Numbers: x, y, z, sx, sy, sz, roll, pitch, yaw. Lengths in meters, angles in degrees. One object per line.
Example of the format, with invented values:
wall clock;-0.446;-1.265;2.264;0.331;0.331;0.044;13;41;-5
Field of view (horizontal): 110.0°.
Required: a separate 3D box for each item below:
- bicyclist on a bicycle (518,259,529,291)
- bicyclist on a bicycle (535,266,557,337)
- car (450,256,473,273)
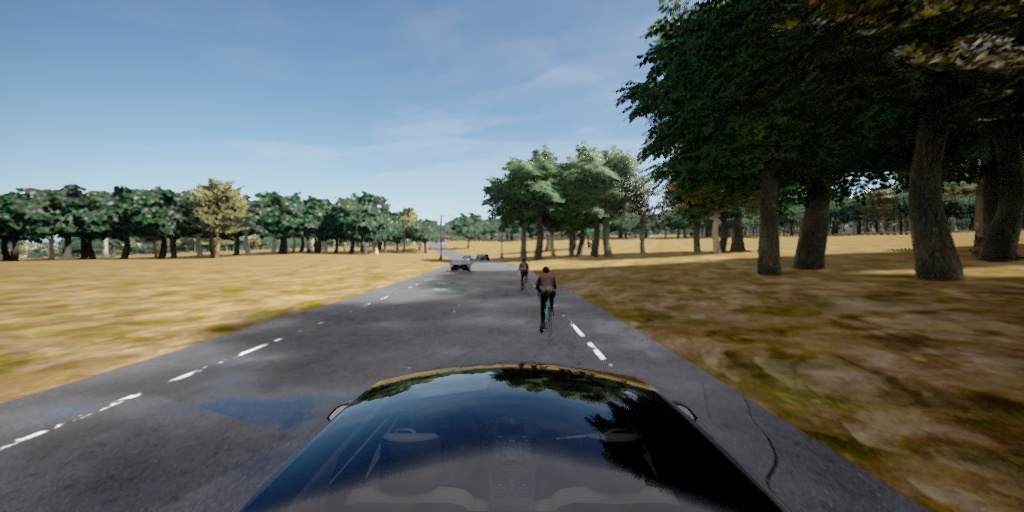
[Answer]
bicyclist on a bicycle;0.610;0.963;17.978;0.582;1.620;1.656;0;0;-2
bicyclist on a bicycle;0.862;1.092;8.920;0.582;1.620;1.656;0;1;-1
car;-4.861;0.909;34.731;1.895;1.301;4.718;0;1;-4
